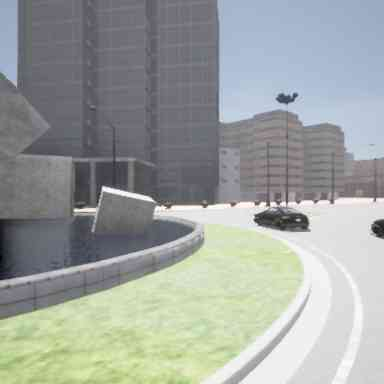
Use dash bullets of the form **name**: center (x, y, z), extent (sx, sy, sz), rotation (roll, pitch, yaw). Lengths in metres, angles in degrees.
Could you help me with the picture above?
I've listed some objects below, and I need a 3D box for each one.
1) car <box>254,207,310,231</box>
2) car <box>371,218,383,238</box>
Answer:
- **car**: center (5.695, 1.638, 21.597), extent (1.994, 1.385, 4.181), rotation (0, 0, -17)
- **car**: center (10.261, 1.600, 15.560), extent (1.994, 1.385, 4.181), rotation (0, 0, 0)
